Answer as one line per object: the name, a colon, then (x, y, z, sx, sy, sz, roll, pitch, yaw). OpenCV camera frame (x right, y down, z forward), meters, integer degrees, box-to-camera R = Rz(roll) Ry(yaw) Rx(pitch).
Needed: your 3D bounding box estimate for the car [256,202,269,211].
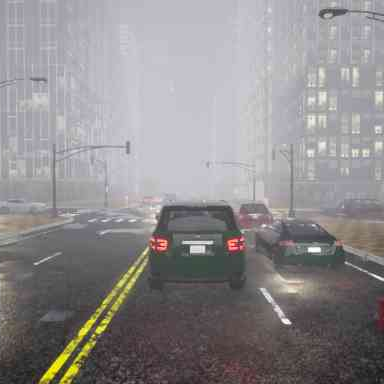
car: (3.373, 1.341, 19.762, 2.097, 1.767, 4.553, 0, 0, 0)

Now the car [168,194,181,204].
car: (-3.240, 1.302, 61.582, 2.097, 1.767, 4.553, 0, 0, 0)

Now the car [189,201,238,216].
car: (2.134, 1.637, 33.281, 4.718, 1.301, 1.895, 1, 1, 1)

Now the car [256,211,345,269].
car: (3.363, 1.558, 11.148, 1.994, 1.385, 4.181, 0, 0, 0)

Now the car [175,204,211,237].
car: (0.119, 1.515, 18.900, 1.812, 1.442, 4.674, 0, 0, 2)

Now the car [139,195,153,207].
car: (-6.563, 1.316, 49.986, 2.097, 1.767, 4.553, 0, 0, 1)

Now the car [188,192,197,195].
car: (0.098, 1.439, 81.675, 1.812, 1.442, 4.674, 0, 0, 0)

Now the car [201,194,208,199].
car: (3.360, 1.216, 91.670, 1.882, 1.535, 5.008, 0, 0, 0)

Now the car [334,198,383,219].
car: (16.237, 1.517, 30.448, 5.009, 1.841, 2.192, 1, 0, 1)

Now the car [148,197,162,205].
car: (-6.502, 1.554, 58.975, 1.895, 1.301, 4.718, 0, 0, 0)

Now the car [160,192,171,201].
car: (-6.405, 1.150, 79.800, 2.150, 2.045, 5.566, 0, 0, 0)

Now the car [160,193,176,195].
car: (-3.301, 1.183, 51.771, 2.150, 2.045, 5.566, 0, 0, -1)

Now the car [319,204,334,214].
car: (16.766, 1.660, 36.224, 5.357, 1.411, 2.033, 0, 1, 1)

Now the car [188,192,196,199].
car: (0.110, 0.963, 91.704, 2.150, 2.045, 5.566, 0, 0, 0)

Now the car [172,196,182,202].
car: (-3.165, 1.532, 71.635, 1.895, 1.301, 4.718, 0, 0, 0)

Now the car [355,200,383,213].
car: (21.856, 1.641, 38.728, 4.829, 1.417, 1.752, 1, 0, 1)

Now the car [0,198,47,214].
car: (-17.136, 1.387, 33.672, 4.674, 1.442, 1.812, 1, 1, 0)

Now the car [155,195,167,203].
car: (-6.417, 1.417, 69.230, 1.882, 1.535, 5.008, 0, 0, 0)

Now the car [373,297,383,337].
car: (3.353, 1.600, 2.324, 1.895, 1.301, 4.718, 0, 0, 0)

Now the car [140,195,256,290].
car: (0.113, 1.217, 9.218, 2.150, 2.045, 5.566, 0, 0, 0)
